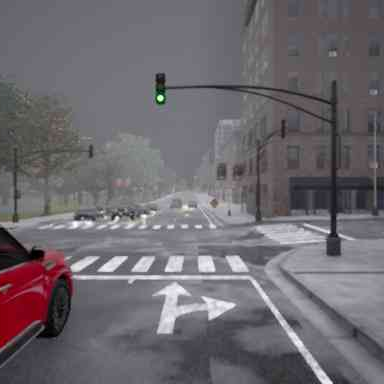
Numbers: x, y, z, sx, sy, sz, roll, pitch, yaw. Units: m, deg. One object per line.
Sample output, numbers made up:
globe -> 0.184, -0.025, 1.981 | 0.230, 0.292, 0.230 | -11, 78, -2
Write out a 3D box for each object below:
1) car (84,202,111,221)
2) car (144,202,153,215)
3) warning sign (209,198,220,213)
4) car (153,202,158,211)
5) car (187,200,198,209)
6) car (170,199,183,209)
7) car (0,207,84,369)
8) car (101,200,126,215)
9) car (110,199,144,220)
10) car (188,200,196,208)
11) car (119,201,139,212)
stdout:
car -> -9.838, 2.008, 32.597 | 2.033, 1.411, 5.357 | 0, -1, 0
car -> -6.583, 2.152, 43.239 | 1.812, 1.442, 4.674 | 0, -1, 0
warning sign -> 2.890, 1.733, 42.698 | 1.300, 1.860, 1.060 | 1, 0, 0
car -> -6.551, 2.350, 53.102 | 1.994, 1.385, 4.181 | 0, -1, 1
car -> 0.129, 2.484, 62.695 | 2.033, 1.411, 5.357 | 0, -1, 0
car -> -3.123, 2.478, 62.280 | 2.033, 1.411, 5.357 | 0, -1, 0
car -> -3.133, 1.272, 3.593 | 2.150, 2.045, 5.566 | 0, 0, -1
car -> -9.830, 1.961, 42.130 | 2.097, 1.767, 4.553 | 0, -1, 0
car -> -6.587, 1.696, 33.490 | 2.150, 2.045, 5.566 | 0, -1, 0
car -> 0.032, 2.586, 72.967 | 1.837, 1.490, 4.892 | 0, -1, 0
car -> -9.816, 2.266, 52.343 | 2.128, 1.511, 4.902 | 0, -1, 0
